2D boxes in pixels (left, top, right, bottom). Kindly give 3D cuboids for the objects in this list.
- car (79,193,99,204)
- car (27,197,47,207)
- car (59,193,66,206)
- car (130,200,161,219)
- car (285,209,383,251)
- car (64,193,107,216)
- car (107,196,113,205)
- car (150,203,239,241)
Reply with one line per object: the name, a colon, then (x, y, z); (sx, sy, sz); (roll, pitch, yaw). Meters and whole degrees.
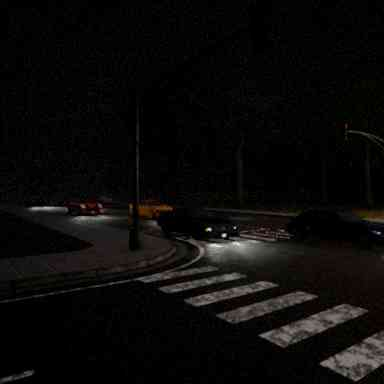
car: (-18.599, 1.158, 59.737); (2.097, 1.767, 4.553); (0, 0, -36)
car: (-22.868, 1.437, 49.027); (1.895, 1.301, 4.718); (0, 0, -36)
car: (-17.431, 1.331, 47.004); (2.128, 1.511, 4.902); (0, 0, -35)
car: (-3.431, 1.386, 27.675); (1.882, 1.535, 5.008); (0, 0, -36)
car: (6.233, 1.494, 14.383); (1.812, 1.442, 4.674); (0, 0, -36)
car: (-10.104, 1.243, 31.330); (2.097, 1.767, 4.553); (0, 0, -36)
car: (-14.386, 1.344, 53.987); (1.812, 1.442, 4.674); (0, 0, -36)
car: (0.043, 1.502, 16.849); (2.033, 1.411, 5.357); (0, 0, -31)
